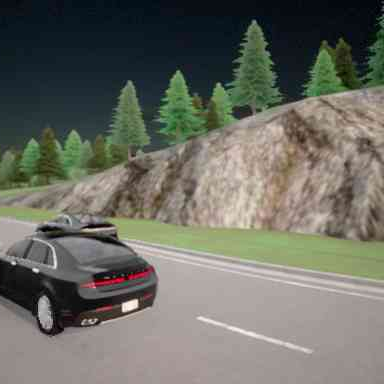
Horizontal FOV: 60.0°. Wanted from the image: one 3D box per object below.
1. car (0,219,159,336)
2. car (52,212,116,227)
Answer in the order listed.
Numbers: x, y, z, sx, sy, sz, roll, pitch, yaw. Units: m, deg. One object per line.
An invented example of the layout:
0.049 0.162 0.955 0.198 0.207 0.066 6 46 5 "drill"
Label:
-2.764 1.569 6.932 4.892 1.490 1.837 0 0 43 "car"
-5.025 1.621 14.138 2.128 1.511 4.902 1 -1 -44 "car"
